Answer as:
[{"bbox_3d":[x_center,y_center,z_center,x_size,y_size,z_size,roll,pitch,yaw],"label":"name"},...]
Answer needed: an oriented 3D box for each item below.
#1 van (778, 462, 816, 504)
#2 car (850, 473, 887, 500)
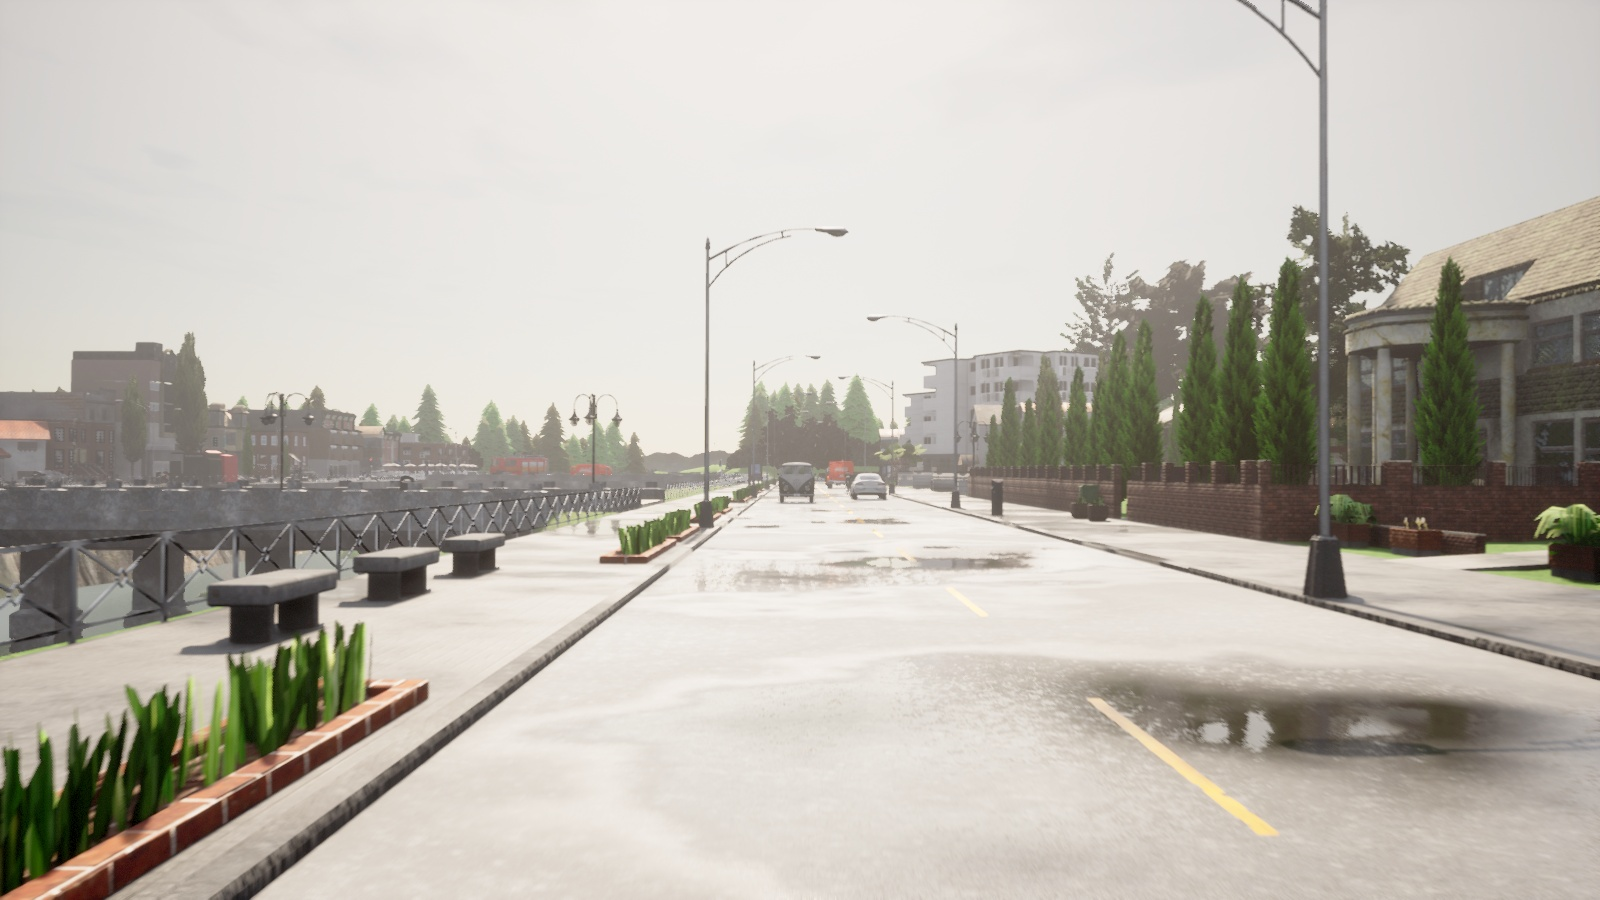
[{"bbox_3d":[-0.147,1.608,62.118,1.775,1.987,4.442,0,-1,0],"label":"van"},{"bbox_3d":[3.834,2.007,70.611,1.812,1.442,4.674,0,-1,0],"label":"car"}]
